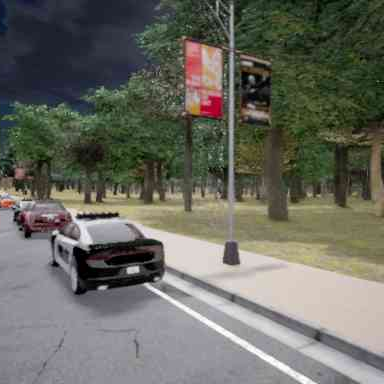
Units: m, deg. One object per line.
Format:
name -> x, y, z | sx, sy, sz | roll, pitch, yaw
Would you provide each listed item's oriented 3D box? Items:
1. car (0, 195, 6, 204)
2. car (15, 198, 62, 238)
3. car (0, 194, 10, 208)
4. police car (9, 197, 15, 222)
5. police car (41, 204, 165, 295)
car -> -30.957, 1.256, 53.239 | 1.895, 1.301, 4.718 | -1, 1, -32
car -> -7.702, 1.216, 17.266 | 2.097, 1.767, 4.553 | -1, 1, -32
car -> -21.521, 1.096, 37.904 | 2.097, 1.767, 4.553 | -1, 1, -31
police car -> -10.916, 1.257, 22.499 | 1.930, 1.638, 5.238 | -1, 1, -32
police car -> -2.536, 1.345, 8.867 | 1.930, 1.638, 5.238 | -1, 1, -32
